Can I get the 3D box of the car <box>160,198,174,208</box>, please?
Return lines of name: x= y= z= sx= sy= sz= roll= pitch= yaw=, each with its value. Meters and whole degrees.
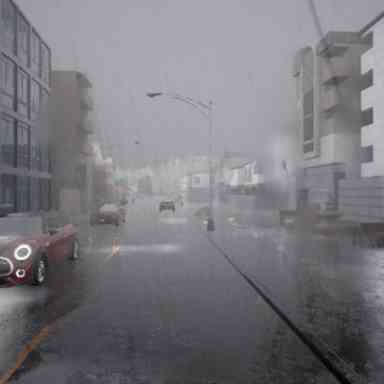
car: x=-3.877 y=1.683 z=51.164 sx=2.033 sy=1.411 sz=5.357 roll=0 pitch=0 yaw=-5

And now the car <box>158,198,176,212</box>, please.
car: x=-3.054 y=1.613 z=40.873 sx=1.837 sy=1.490 sz=4.892 roll=0 pitch=0 yaw=-5

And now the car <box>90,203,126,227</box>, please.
car: x=-5.886 y=1.542 z=23.638 sx=1.882 sy=1.535 sz=5.008 roll=0 pitch=0 yaw=-4

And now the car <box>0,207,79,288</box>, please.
car: x=-4.783 y=1.378 z=9.421 sx=2.097 sy=1.767 sz=4.553 roll=0 pitch=0 yaw=-4
